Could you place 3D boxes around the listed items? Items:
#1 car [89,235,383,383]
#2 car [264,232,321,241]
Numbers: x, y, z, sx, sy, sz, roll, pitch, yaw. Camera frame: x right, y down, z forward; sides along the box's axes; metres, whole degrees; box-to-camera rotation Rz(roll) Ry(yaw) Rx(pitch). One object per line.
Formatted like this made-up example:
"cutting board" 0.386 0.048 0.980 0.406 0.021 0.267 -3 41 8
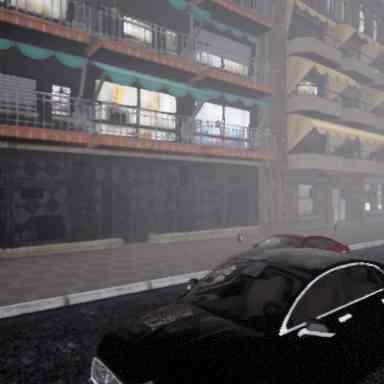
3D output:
"car" 1.180 1.581 4.312 4.892 1.490 1.837 1 -1 -37
"car" 2.634 1.734 8.712 4.206 1.307 1.802 1 -2 -38
